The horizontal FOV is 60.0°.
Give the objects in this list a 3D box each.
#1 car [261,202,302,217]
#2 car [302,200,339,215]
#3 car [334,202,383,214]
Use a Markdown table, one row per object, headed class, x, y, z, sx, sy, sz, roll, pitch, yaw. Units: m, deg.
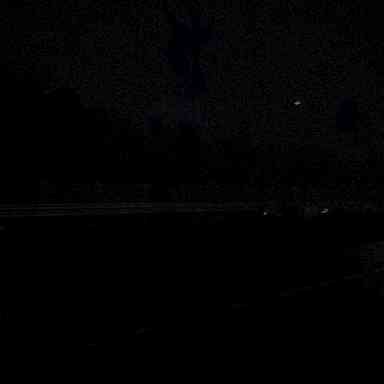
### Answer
| class | x | y | z | sx | sy | sz | roll | pitch | yaw |
| --- | --- | --- | --- | --- | --- | --- | --- | --- | --- |
| car | 8.631 | 1.747 | 31.640 | 4.902 | 1.511 | 2.128 | 1 | 0 | -35 |
| car | 12.435 | 1.632 | 30.053 | 4.553 | 1.767 | 2.097 | 1 | 0 | -35 |
| car | 13.732 | 1.796 | 26.682 | 4.674 | 1.442 | 1.812 | 1 | 0 | -35 |
